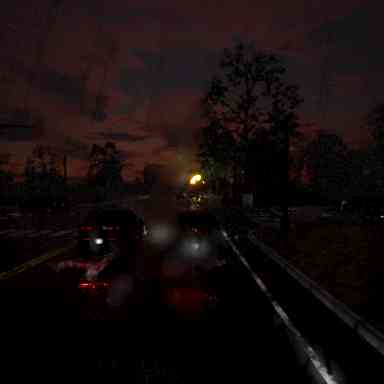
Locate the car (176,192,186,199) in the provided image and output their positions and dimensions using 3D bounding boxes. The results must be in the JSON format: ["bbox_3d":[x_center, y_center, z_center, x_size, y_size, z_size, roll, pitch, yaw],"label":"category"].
[{"bbox_3d":[-2.644,0.898,75.855,1.994,1.385,4.181,0,1,1],"label":"car"}]

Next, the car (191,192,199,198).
[{"bbox_3d":[0.781,0.747,85.861,1.895,1.301,4.718,0,1,1],"label":"car"}]

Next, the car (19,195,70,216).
[{"bbox_3d":[-13.188,1.109,29.721,4.553,1.767,2.097,0,2,23],"label":"car"}]

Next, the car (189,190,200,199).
[{"bbox_3d":[0.600,0.576,75.442,2.150,2.045,5.566,0,1,1],"label":"car"}]

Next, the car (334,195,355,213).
[{"bbox_3d":[16.106,1.001,31.806,4.553,1.767,2.097,0,1,3],"label":"car"}]

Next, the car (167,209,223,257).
[{"bbox_3d":[0.106,1.404,12.466,1.837,1.490,4.892,0,0,0],"label":"car"}]

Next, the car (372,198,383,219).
[{"bbox_3d":[15.061,1.382,21.989,4.892,1.490,1.837,0,1,4],"label":"car"}]

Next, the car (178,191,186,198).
[{"bbox_3d":[-2.469,0.629,85.887,1.882,1.535,5.008,0,1,1],"label":"car"}]

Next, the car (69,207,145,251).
[{"bbox_3d":[-3.146,1.394,13.647,1.837,1.490,4.892,0,0,0],"label":"car"}]

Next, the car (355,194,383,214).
[{"bbox_3d":[17.504,0.944,28.485,5.566,2.045,2.150,0,1,3],"label":"car"}]
